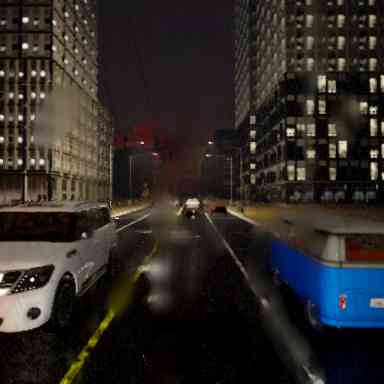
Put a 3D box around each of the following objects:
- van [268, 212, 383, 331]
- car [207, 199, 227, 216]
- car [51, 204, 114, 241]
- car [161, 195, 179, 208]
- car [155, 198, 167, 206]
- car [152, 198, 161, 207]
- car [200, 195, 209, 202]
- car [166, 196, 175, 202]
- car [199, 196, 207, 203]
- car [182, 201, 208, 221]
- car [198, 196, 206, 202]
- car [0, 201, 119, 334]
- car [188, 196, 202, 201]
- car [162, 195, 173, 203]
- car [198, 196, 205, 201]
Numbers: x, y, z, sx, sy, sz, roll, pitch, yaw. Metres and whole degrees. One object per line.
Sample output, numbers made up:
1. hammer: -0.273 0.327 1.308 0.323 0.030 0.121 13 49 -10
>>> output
1. van: 2.709 1.366 6.638 1.690 1.788 3.998 1 0 0
2. car: 2.707 1.711 34.524 1.802 1.307 4.206 1 0 0
3. car: -5.639 1.506 17.667 1.967 1.590 4.097 1 0 0
4. car: -3.067 1.540 50.427 2.097 1.767 4.553 0 0 0
5. car: -5.669 1.775 61.248 1.887 1.381 4.507 1 0 0
6. car: -5.670 1.775 55.802 1.947 1.339 4.313 1 0 0
7. car: 2.712 1.756 61.466 1.752 1.417 4.829 1 0 0
8. car: -5.666 1.881 88.477 1.887 1.381 4.507 1 0 0
9. car: 2.714 1.841 83.225 1.752 1.417 4.829 1 0 0
10. car: 0.103 1.707 28.562 1.895 1.301 4.718 0 0 0
11. car: 2.714 1.902 88.495 1.947 1.339 4.313 1 0 0
12. car: -3.099 1.248 7.159 2.150 2.045 5.566 0 0 0
13. car: 0.106 1.692 44.654 1.812 1.442 4.674 0 0 0
14. car: -5.663 1.609 77.586 2.192 1.841 5.009 1 0 0
15. car: 2.715 1.924 93.934 1.947 1.339 4.313 1 0 0
